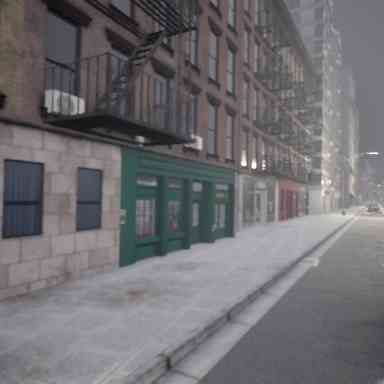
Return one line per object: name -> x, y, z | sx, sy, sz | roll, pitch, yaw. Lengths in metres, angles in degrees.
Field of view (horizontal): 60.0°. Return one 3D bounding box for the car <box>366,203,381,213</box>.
car -> 30.435, 2.700, 55.733 | 1.837, 1.490, 4.892 | 1, -1, 29
